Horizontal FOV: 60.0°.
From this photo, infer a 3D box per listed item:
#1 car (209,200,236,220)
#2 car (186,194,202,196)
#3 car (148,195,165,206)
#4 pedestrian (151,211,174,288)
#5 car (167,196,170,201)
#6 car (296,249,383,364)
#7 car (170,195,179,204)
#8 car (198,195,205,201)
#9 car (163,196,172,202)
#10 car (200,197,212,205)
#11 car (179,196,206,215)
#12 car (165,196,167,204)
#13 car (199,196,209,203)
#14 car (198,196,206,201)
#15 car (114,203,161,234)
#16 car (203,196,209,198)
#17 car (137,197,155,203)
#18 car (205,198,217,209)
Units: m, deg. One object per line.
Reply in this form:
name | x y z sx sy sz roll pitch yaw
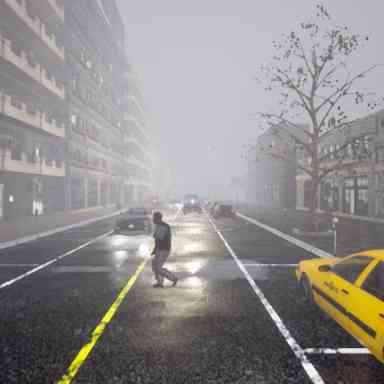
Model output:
car | 2.647 1.582 27.649 1.802 1.307 4.206 0 0 0
car | 0.004 1.233 44.697 2.150 2.045 5.566 0 0 0
car | -5.768 1.332 50.427 2.192 1.841 5.009 0 0 0
pedestrian | -0.683 1.291 7.653 0.375 1.860 0.375 0 0 0
car | -5.783 1.581 61.821 2.008 1.369 4.403 0 0 0
car | 2.993 1.454 4.668 1.801 1.575 5.366 0 0 0
car | -3.089 1.699 62.449 1.895 1.301 4.718 0 0 0
car | 2.556 1.608 90.481 1.752 1.417 4.829 0 0 0
car | -5.808 1.624 78.910 1.947 1.339 4.313 0 0 0
car | 2.598 1.581 61.828 2.008 1.369 4.403 0 0 0
car | 0.043 1.494 34.596 2.128 1.511 4.902 0 0 0
car | -5.776 1.464 56.124 1.967 1.590 4.097 0 0 0
car | 2.581 1.593 73.220 1.887 1.381 4.507 0 0 0
car | 2.564 1.614 84.614 1.887 1.381 4.507 0 0 0
car | -3.128 1.561 19.146 1.994 1.385 4.181 0 0 0
car | 2.621 1.452 44.738 1.967 1.590 4.097 0 0 0
car | -5.750 1.589 39.033 1.802 1.307 4.206 0 0 0
car | 2.639 1.569 33.345 1.947 1.339 4.313 0 0 0
